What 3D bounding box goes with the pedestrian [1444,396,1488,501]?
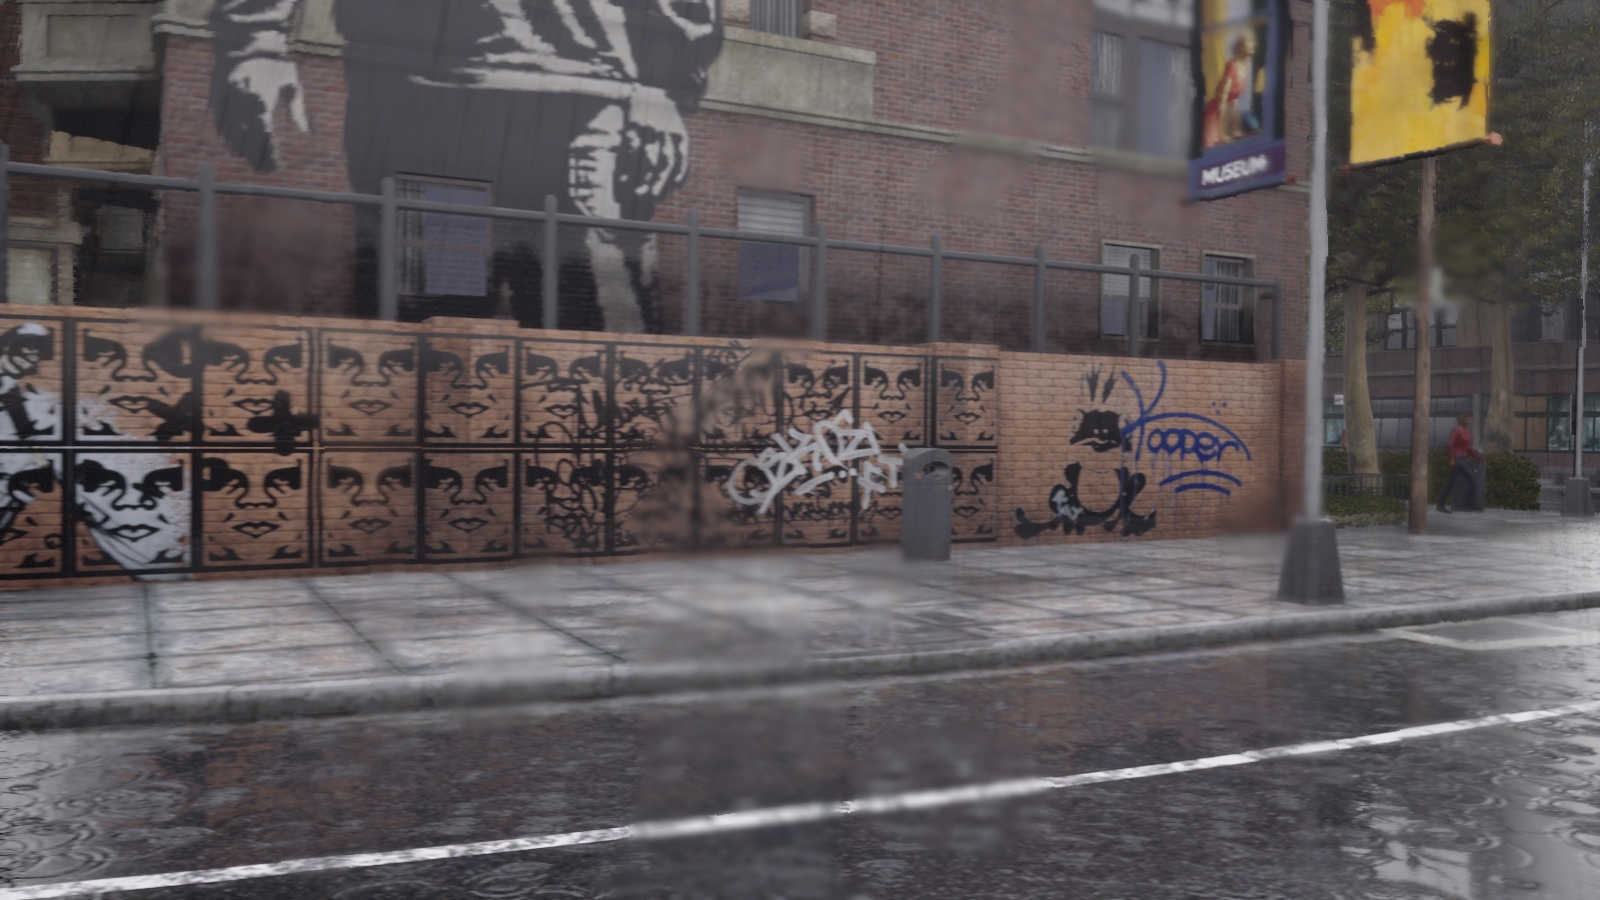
[{"bbox_3d":[11.902,-0.023,22.451,0.636,1.846,0.331,0,1,42],"label":"pedestrian"}]
